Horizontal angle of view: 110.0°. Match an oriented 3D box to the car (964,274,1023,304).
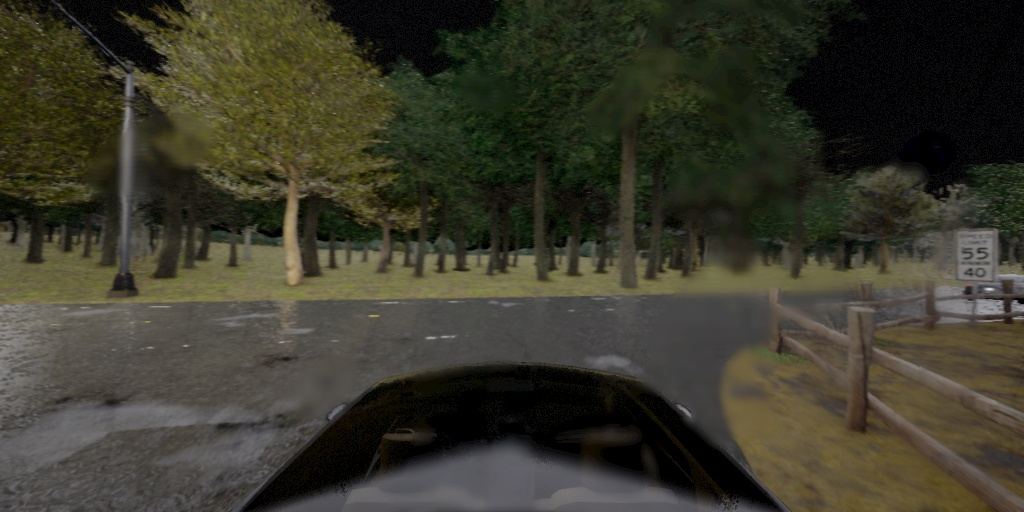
[{"bbox_3d":[25.143,1.612,17.964,4.181,1.385,1.994,0,0,-16],"label":"car"}]
